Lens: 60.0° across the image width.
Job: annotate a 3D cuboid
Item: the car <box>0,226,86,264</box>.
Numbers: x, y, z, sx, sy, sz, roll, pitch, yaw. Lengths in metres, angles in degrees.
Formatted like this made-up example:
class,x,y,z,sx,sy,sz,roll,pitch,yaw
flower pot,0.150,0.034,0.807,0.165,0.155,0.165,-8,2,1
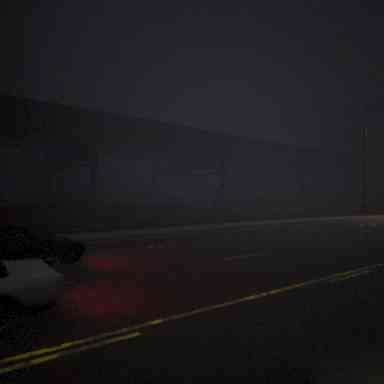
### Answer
class,x,y,z,sx,sy,sz,roll,pitch,yaw
car,-5.413,1.602,8.724,4.718,1.301,1.895,0,0,-35

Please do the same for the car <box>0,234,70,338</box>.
class,x,y,z,sx,sy,sz,roll,pitch,yaw
car,-4.570,1.600,5.029,4.718,1.301,1.895,0,0,-35
